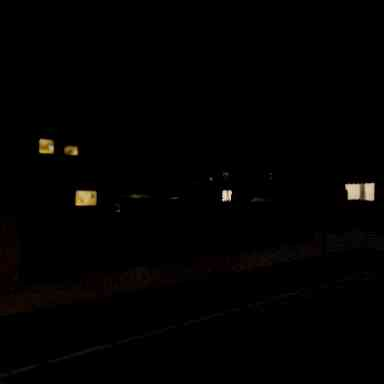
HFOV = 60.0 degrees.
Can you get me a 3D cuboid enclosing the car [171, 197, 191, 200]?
[{"bbox_3d":[-0.911,1.257,32.262,1.882,1.535,5.008,1,0,-37],"label":"car"}]
